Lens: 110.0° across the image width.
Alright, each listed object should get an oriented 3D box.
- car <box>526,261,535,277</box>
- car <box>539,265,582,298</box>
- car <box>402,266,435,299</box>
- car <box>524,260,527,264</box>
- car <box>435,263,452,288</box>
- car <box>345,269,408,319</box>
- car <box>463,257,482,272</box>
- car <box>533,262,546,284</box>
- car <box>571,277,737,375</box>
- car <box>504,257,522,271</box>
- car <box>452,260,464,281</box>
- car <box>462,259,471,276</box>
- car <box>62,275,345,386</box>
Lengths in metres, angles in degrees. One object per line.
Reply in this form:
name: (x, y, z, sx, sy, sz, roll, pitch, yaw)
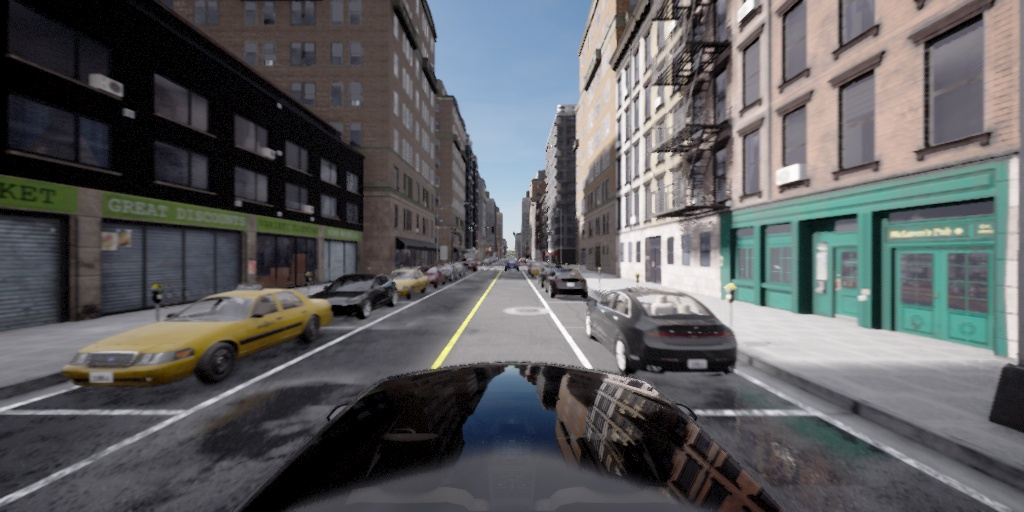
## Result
car: (2.623, 1.251, 34.513, 1.751, 1.417, 4.829, 0, 0, 0)
car: (2.630, 1.306, 18.104, 1.948, 1.339, 4.313, 0, 0, 0)
car: (-5.395, 1.266, 17.940, 1.751, 1.417, 4.829, 0, 0, 0)
car: (2.621, 1.301, 39.756, 1.802, 1.307, 4.207, 0, 0, 0)
car: (-5.397, 1.319, 23.523, 1.802, 1.307, 4.207, 0, 0, 0)
car: (-5.393, 1.309, 12.697, 1.948, 1.339, 4.313, 0, 0, 0)
car: (-5.406, 1.027, 45.174, 2.192, 1.841, 5.009, 0, 0, 0)
car: (2.628, 1.303, 23.517, 1.948, 1.339, 4.313, 0, 0, 0)
car: (2.634, 1.297, 7.278, 2.007, 1.370, 4.403, 0, 0, 0)
car: (0.019, 1.235, 47.737, 1.812, 1.442, 4.674, 0, 0, 0)
car: (-5.399, 1.282, 28.936, 2.007, 1.370, 4.403, 0, 0, 0)
car: (-5.402, 1.276, 34.349, 2.007, 1.370, 4.403, 0, 0, 0)
car: (-5.391, 1.272, 7.114, 1.751, 1.417, 4.829, 0, 0, 0)
